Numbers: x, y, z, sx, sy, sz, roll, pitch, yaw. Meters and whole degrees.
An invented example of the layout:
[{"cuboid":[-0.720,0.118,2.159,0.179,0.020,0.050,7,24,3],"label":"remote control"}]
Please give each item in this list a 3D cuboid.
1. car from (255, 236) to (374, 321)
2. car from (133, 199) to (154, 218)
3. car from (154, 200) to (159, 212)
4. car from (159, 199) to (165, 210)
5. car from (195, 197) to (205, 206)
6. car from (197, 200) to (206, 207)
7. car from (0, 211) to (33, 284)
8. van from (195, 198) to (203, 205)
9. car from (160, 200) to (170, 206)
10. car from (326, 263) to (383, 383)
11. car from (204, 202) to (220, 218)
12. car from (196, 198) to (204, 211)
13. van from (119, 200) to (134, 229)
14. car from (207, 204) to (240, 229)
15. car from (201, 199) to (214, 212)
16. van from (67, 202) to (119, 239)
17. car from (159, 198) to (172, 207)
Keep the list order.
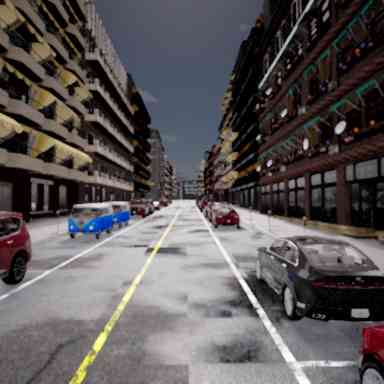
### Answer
[{"cuboid":[2.525,1.619,7.215,2.008,1.369,4.403,1,-1,0],"label":"car"},{"cuboid":[-5.615,1.701,34.854,2.192,1.841,5.009,1,-1,0],"label":"car"},{"cuboid":[-5.668,1.766,40.383,2.192,1.841,5.009,1,-1,0],"label":"car"},{"cuboid":[-5.780,2.151,51.441,1.947,1.339,4.313,1,-1,-1],"label":"car"},{"cuboid":[1.806,2.254,79.114,2.192,1.841,5.009,1,-1,-1],"label":"car"},{"cuboid":[1.908,2.367,68.049,1.802,1.307,4.206,1,-1,-1],"label":"car"},{"cuboid":[-5.349,1.399,7.205,2.192,1.841,5.009,1,-1,0],"label":"car"},{"cuboid":[1.752,2.359,84.644,1.690,1.788,3.998,1,-1,-1],"label":"van"},{"cuboid":[-5.992,2.421,73.560,1.887,1.381,4.507,1,-1,-1],"label":"car"},{"cuboid":[2.578,1.558,1.684,1.887,1.381,4.507,1,-1,0],"label":"car"},{"cuboid":[2.314,1.851,29.335,1.887,1.381,4.507,1,-1,-1],"label":"car"},{"cuboid":[2.125,1.816,45.929,2.192,1.841,5.009,1,-1,-1],"label":"car"},{"cuboid":[-5.510,1.601,23.794,1.690,1.788,3.998,1,-1,0],"label":"van"},{"cuboid":[2.367,1.788,23.806,1.887,1.381,4.507,1,-1,0],"label":"car"},{"cuboid":[2.270,1.810,34.867,1.967,1.590,4.097,1,-1,-1],"label":"car"},{"cuboid":[-5.456,1.539,18.262,1.690,1.788,3.998,1,-1,0],"label":"van"},{"cuboid":[-5.934,2.115,68.032,2.192,1.841,5.009,1,-1,-1],"label":"car"}]
